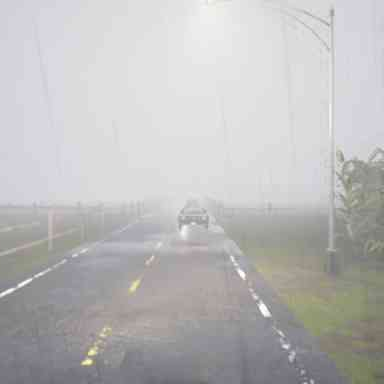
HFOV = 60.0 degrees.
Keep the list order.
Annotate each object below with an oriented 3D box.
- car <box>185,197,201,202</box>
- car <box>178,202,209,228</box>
[{"bbox_3d":[0.080,1.469,42.672,1.837,1.490,4.892,0,0,0],"label":"car"},{"bbox_3d":[0.090,1.588,22.005,1.895,1.301,4.718,0,0,0],"label":"car"}]
